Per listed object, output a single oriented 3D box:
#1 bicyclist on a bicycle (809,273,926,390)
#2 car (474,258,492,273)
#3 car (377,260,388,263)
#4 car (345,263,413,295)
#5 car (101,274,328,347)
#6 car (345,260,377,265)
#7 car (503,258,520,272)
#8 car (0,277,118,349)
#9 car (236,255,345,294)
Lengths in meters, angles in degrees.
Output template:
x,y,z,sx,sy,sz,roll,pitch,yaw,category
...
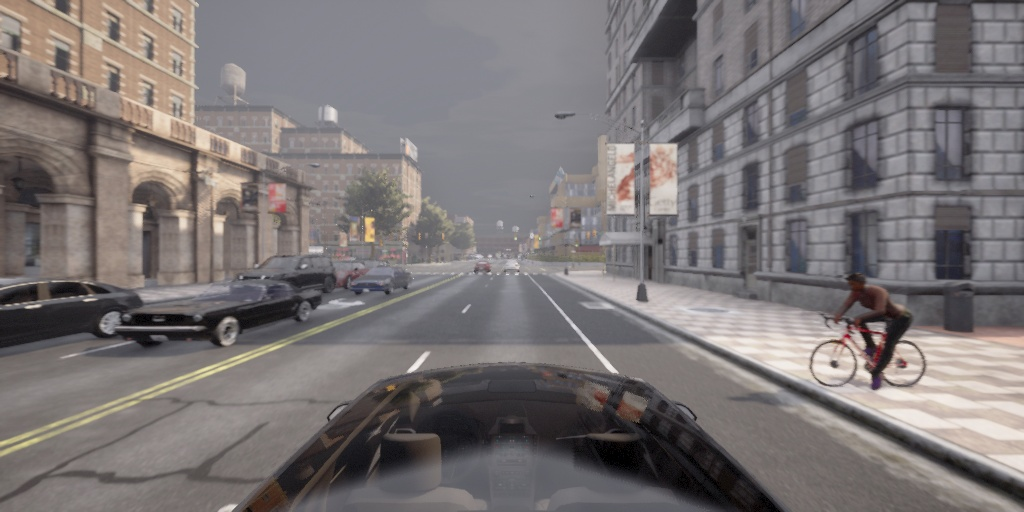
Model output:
x,y,z,sx,sy,sz,roll,pitch,yaw,category
5.013,1.061,5.058,1.656,1.620,0.582,0,0,0,bicyclist on a bicycle
-3.519,1.266,43.325,1.812,1.442,4.674,0,0,0,car
-10.558,1.079,27.026,2.097,1.767,4.553,0,0,0,car
-7.059,1.282,20.041,2.033,1.411,5.357,0,0,0,car
-7.087,1.335,9.406,1.895,1.301,4.718,0,0,0,car
-10.454,1.091,22.271,2.097,1.767,4.553,0,0,0,car
-0.038,1.274,45.497,1.812,1.442,4.674,0,0,-1,car
-10.588,1.232,7.335,1.837,1.490,4.892,0,0,0,car
-10.560,0.948,17.203,2.150,2.045,5.566,0,0,1,car
